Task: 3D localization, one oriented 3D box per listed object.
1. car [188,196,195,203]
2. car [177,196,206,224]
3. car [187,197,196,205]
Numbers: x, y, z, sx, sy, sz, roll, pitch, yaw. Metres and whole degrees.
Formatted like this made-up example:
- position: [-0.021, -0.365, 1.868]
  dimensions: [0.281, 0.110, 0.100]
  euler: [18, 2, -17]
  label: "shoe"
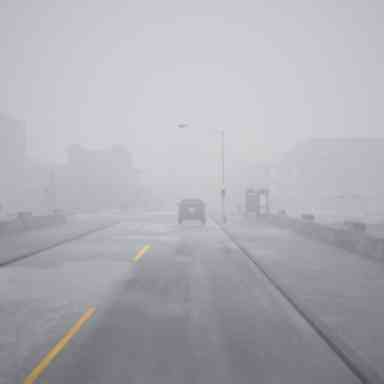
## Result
- position: [-0.112, 2.089, 95.064]
  dimensions: [2.150, 2.045, 5.566]
  euler: [0, -1, 0]
  label: "car"
- position: [-0.046, 1.525, 27.582]
  dimensions: [2.150, 2.045, 5.566]
  euler: [0, 0, -1]
  label: "car"
- position: [-0.100, 2.270, 84.998]
  dimensions: [2.097, 1.767, 4.553]
  euler: [0, -1, 0]
  label: "car"
